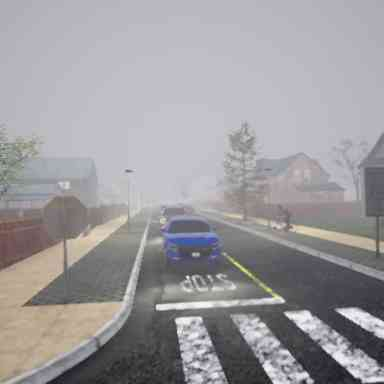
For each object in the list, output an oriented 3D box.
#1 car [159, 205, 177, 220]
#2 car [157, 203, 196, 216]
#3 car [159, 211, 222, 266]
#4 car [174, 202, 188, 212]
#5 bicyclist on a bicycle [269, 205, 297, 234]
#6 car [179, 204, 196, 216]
[{"bbox_3d":[-2.779,2.229,37.205,1.837,1.490,4.892,-1,-1,-6],"label":"car"},{"bbox_3d":[-1.161,1.771,22.084,2.097,1.767,4.553,-1,-1,-6],"label":"car"},{"bbox_3d":[-0.149,1.713,12.769,1.882,1.535,5.008,-1,-1,-6],"label":"car"},{"bbox_3d":[-1.930,2.545,56.415,1.882,1.535,5.008,-1,-1,-6],"label":"car"},{"bbox_3d":[5.105,1.537,18.629,1.656,1.620,0.582,-1,-1,-6],"label":"bicyclist on a bicycle"},{"bbox_3d":[-0.644,2.344,44.609,1.812,1.442,4.674,-1,-1,-7],"label":"car"}]
